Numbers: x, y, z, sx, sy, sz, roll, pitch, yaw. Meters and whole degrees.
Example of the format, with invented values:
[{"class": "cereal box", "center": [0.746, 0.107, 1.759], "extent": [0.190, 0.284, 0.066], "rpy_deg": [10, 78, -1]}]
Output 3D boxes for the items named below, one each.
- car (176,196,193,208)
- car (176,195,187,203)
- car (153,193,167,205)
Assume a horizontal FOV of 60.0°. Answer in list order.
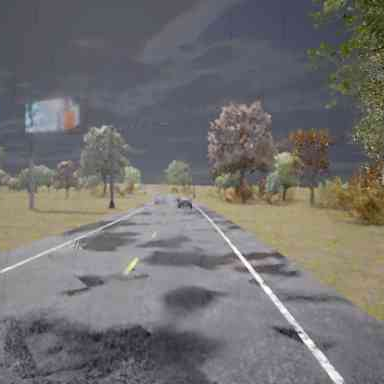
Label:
[{"class": "car", "center": [-0.973, 1.366, 44.707], "extent": [1.812, 1.442, 4.674], "rpy_deg": [0, 0, -3]}, {"class": "car", "center": [-2.018, 1.356, 63.547], "extent": [1.895, 1.301, 4.718], "rpy_deg": [0, 0, -4]}, {"class": "car", "center": [-5.063, 1.333, 53.107], "extent": [1.812, 1.442, 4.674], "rpy_deg": [0, 0, -3]}]
